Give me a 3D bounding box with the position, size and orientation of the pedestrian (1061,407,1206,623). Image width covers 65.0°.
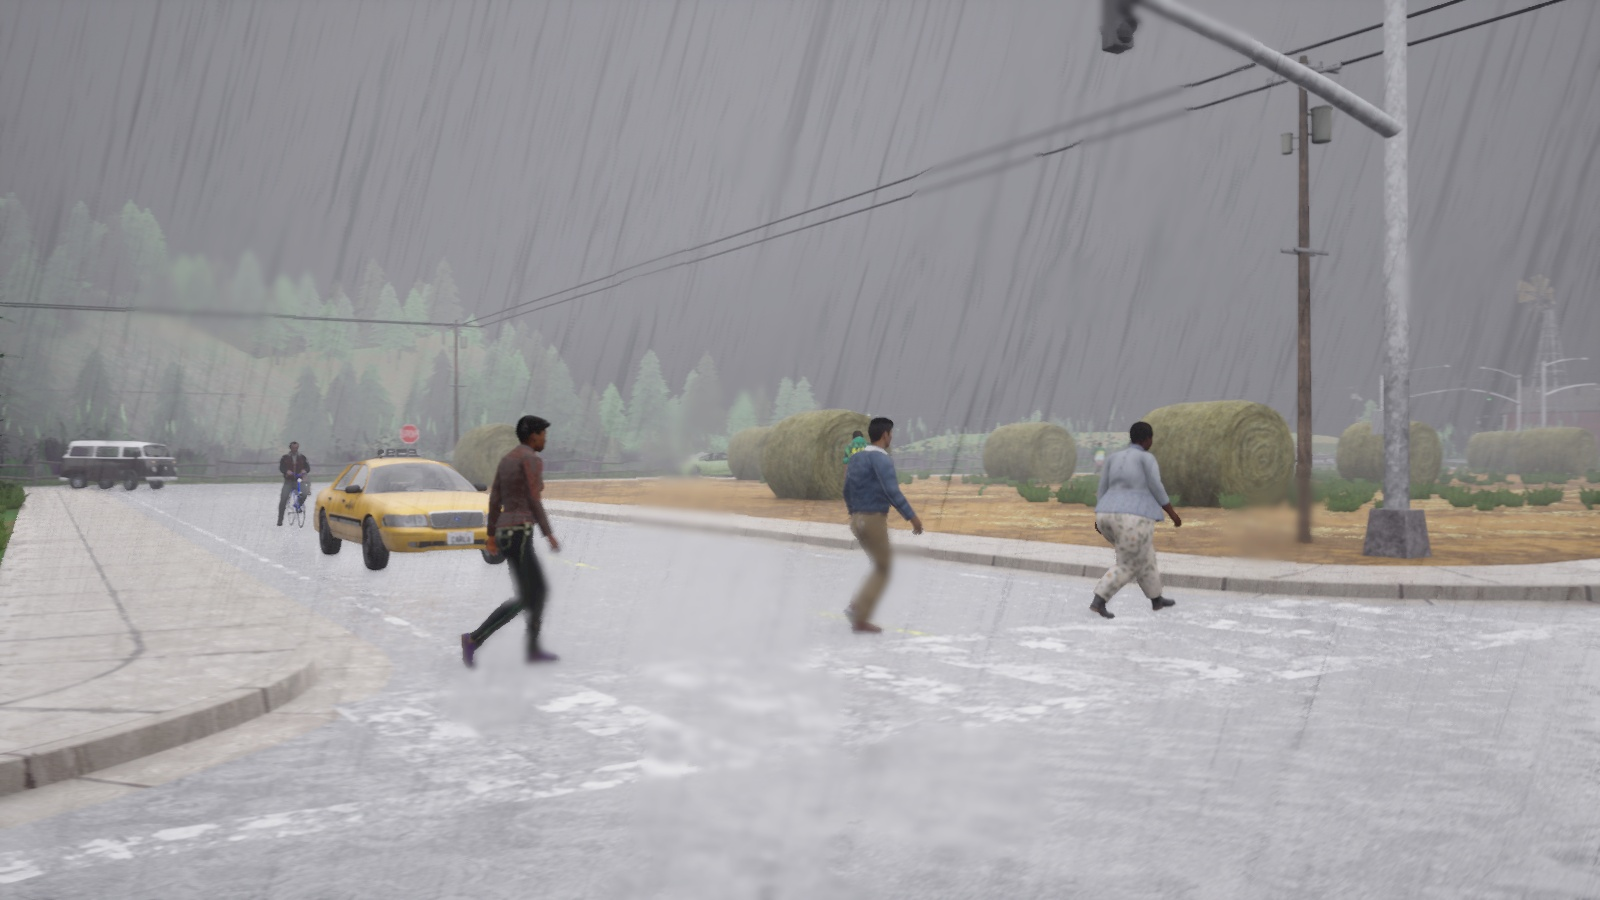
[{"bbox_3d":[2.995,0.556,11.331,0.900,1.855,0.874,0,0,-23],"label":"pedestrian"}]

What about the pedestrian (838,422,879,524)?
[{"bbox_3d":[1.136,0.438,24.622,0.659,1.952,0.873,0,0,-6],"label":"pedestrian"}]

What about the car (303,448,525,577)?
[{"bbox_3d":[-5.727,0.777,18.111,1.801,1.575,5.366,0,0,-31],"label":"car"}]

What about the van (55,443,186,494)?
[{"bbox_3d":[-27.902,0.759,51.616,4.480,2.038,2.069,0,-1,13],"label":"van"}]

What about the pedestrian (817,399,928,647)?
[{"bbox_3d":[0.592,0.576,10.252,0.788,1.949,0.423,0,0,-30],"label":"pedestrian"}]

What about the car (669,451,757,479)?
[{"bbox_3d":[-4.930,0.844,71.273,4.514,1.525,2.007,0,0,-28],"label":"car"}]

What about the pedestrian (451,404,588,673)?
[{"bbox_3d":[-1.956,0.590,8.774,0.869,1.805,0.328,0,0,-31],"label":"pedestrian"}]

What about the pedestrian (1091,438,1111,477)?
[{"bbox_3d":[15.270,0.395,63.747,0.659,1.952,0.873,0,0,-16],"label":"pedestrian"}]

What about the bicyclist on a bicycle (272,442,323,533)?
[{"bbox_3d":[-10.280,0.753,25.639,0.659,1.776,1.843,0,-1,-31],"label":"bicyclist on a bicycle"}]
